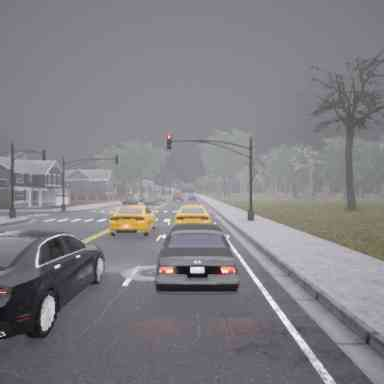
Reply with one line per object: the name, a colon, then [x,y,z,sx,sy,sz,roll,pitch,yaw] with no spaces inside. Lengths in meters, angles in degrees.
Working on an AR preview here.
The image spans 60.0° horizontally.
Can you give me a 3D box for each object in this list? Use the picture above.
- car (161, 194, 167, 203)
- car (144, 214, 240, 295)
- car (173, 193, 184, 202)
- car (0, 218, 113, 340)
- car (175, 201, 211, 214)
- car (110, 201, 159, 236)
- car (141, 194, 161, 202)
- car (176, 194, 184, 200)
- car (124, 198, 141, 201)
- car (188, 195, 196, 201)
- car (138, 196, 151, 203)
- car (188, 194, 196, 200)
car: [-6.444,1.308,68.773,2.097,1.767,4.553,0,0,0]
car: [0.109,1.545,8.887,2.033,1.411,5.357,0,0,0]
car: [-3.187,1.161,75.879,2.150,2.045,5.566,0,0,0]
car: [-3.146,1.501,6.571,1.837,1.490,4.892,0,0,0]
car: [0.049,1.472,18.714,1.882,1.535,5.008,0,0,1]
car: [-3.134,1.472,18.295,1.882,1.535,5.008,0,0,0]
car: [-6.540,1.474,53.098,1.837,1.490,4.892,0,0,0]
car: [-3.179,1.260,86.270,1.882,1.535,5.008,0,0,0]
car: [-9.794,1.571,52.264,1.895,1.301,4.718,0,0,0]
car: [0.063,1.436,75.847,1.837,1.490,4.892,0,0,0]
car: [-9.696,1.550,67.933,1.895,1.301,4.718,0,0,0]
car: [0.071,1.334,86.268,1.994,1.385,4.181,0,0,0]
